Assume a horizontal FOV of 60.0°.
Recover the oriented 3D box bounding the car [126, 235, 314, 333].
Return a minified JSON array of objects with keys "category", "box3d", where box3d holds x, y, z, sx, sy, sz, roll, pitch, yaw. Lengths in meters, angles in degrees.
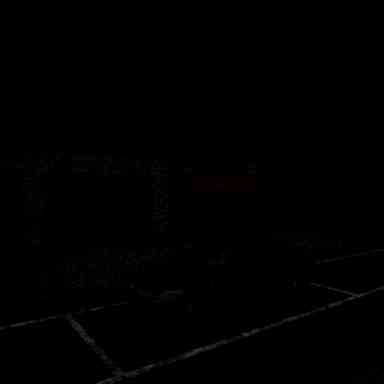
[{"category":"car","box3d":[0.762,1.581,6.720,4.206,1.307,1.802,0,0,-35]}]
